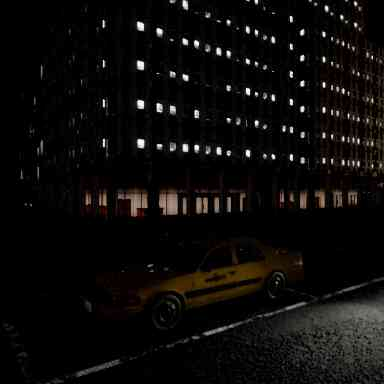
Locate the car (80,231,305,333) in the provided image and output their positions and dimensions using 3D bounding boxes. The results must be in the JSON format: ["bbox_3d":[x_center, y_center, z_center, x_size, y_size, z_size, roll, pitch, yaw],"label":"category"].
[{"bbox_3d":[0.285,1.525,6.767,4.829,1.417,1.752,0,0,-36],"label":"car"}]
